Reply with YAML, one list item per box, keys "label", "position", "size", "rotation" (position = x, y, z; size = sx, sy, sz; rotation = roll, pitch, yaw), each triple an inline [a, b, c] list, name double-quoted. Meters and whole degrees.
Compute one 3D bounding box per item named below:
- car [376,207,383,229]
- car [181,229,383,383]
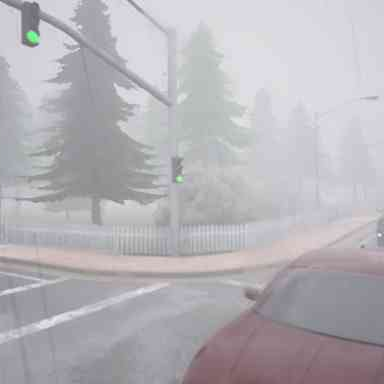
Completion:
- label: "car"
  position: [9.456, 1.192, 14.369]
  size: [2.150, 2.045, 5.566]
  rotation: [-1, 0, 36]
- label: "car"
  position: [1.826, 1.477, 3.820]
  size: [1.882, 1.535, 5.008]
  rotation: [-1, 0, 36]
